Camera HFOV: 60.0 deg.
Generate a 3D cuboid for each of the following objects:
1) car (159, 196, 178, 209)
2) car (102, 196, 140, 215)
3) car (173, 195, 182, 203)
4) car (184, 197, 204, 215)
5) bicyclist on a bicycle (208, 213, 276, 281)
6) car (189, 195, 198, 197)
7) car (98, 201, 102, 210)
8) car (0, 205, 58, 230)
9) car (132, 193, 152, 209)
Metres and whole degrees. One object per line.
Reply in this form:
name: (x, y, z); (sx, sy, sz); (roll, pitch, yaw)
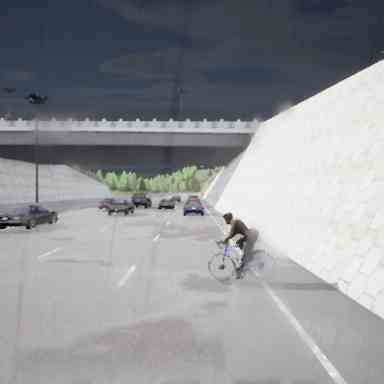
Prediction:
car: (-3.298, 1.529, 44.336); (1.994, 1.385, 4.181); (0, 0, 0)
car: (-6.912, 1.467, 32.899); (2.128, 1.511, 4.902); (0, 0, 0)
car: (-3.246, 1.435, 68.588); (2.128, 1.511, 4.902); (0, 0, 0)
car: (0.175, 1.537, 33.817); (1.994, 1.385, 4.181); (0, 0, 0)
bicyclist on a bicycle: (1.107, 1.295, 7.897); (1.656, 1.620, 0.582); (-9, -4, 21)
car: (0.222, 1.313, 53.128); (2.097, 1.767, 4.553); (0, 0, 0)
car: (-10.304, 1.515, 41.822); (2.033, 1.411, 5.357); (0, 0, 0)
car: (-10.355, 1.531, 21.006); (2.033, 1.411, 5.357); (0, 0, 0)
car: (-6.865, 1.187, 45.092); (2.150, 2.045, 5.566); (0, 0, 1)
